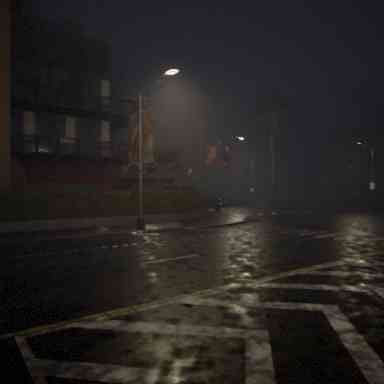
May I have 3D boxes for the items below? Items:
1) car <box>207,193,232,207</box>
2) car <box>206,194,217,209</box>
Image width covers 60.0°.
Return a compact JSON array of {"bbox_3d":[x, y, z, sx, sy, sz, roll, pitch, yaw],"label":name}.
[{"bbox_3d":[3.195,1.098,46.387,2.150,2.045,5.566,0,0,-35],"label":"car"},{"bbox_3d":[0.750,1.417,43.749,1.812,1.442,4.674,0,0,-35],"label":"car"}]
